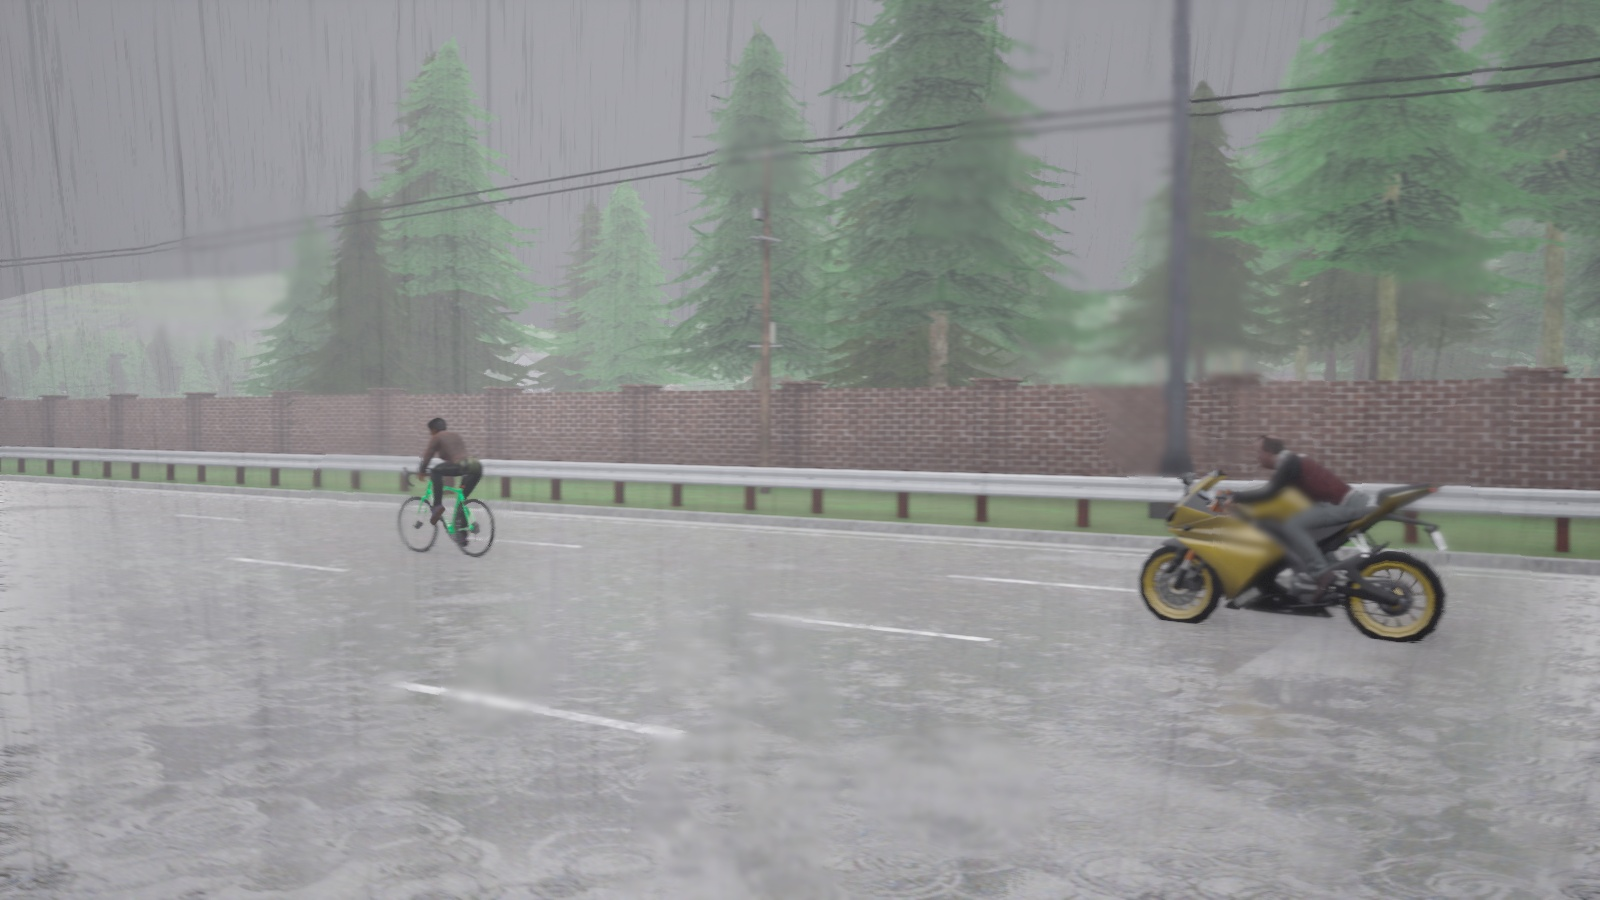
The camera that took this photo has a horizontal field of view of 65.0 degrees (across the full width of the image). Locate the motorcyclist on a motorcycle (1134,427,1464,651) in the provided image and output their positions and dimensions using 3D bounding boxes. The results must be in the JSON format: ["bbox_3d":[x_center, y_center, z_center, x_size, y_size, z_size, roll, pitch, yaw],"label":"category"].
[{"bbox_3d":[3.759,0.602,9.530,2.191,1.530,0.866,0,1,34],"label":"motorcyclist on a motorcycle"}]

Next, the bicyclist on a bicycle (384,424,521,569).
[{"bbox_3d":[-4.088,0.520,14.741,1.656,1.620,0.582,0,1,34],"label":"bicyclist on a bicycle"}]
